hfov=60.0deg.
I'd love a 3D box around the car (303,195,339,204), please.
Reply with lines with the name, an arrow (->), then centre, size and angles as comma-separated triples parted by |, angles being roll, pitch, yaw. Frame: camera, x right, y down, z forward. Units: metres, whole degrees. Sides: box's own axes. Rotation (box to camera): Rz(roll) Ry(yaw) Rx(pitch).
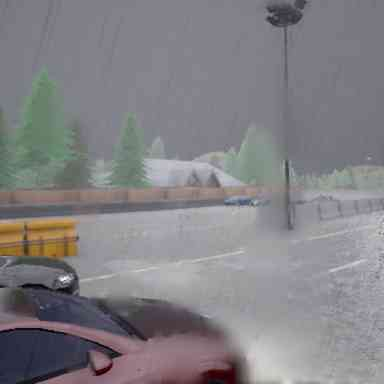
car -> 14.396, 1.073, 36.167 | 2.128, 1.511, 4.902 | 0, 0, 42

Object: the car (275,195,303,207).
car -> 11.953, 1.102, 38.681 | 1.837, 1.490, 4.892 | 0, 1, 42

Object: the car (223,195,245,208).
car -> 5.923, 1.134, 42.432 | 1.882, 1.535, 5.008 | 0, 1, 42

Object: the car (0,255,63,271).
car -> -4.285, 1.521, 5.060 | 4.902, 1.511, 2.128 | -1, 1, -35

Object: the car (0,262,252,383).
car -> -1.472, 1.569, 2.777 | 4.181, 1.385, 1.994 | -1, 1, -36

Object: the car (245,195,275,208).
car -> 8.998, 1.117, 40.621 | 2.128, 1.511, 4.902 | 0, 1, 42
